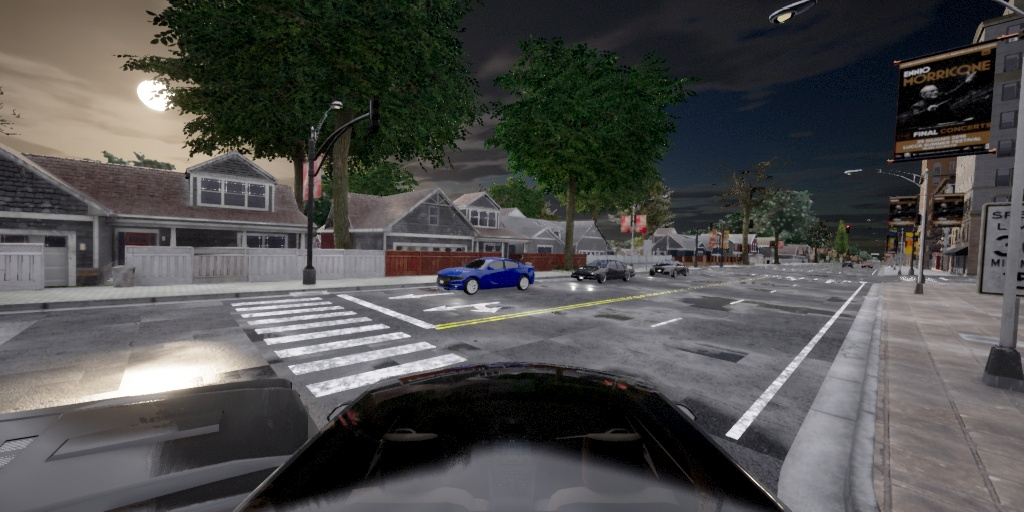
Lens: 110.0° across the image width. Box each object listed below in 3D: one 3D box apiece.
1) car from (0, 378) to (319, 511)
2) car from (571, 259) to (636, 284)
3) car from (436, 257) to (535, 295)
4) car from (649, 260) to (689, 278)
[{"bbox_3d":[-3.313,1.286,1.311,4.718,1.301,1.895,1,2,-34],"label":"car"},{"bbox_3d":[6.097,0.938,23.396,5.357,1.411,2.033,0,2,-44],"label":"car"},{"bbox_3d":[-1.084,0.807,16.492,5.008,1.535,1.882,0,2,-44],"label":"car"},{"bbox_3d":[13.310,1.018,30.301,4.181,1.385,1.994,0,2,-44],"label":"car"}]
